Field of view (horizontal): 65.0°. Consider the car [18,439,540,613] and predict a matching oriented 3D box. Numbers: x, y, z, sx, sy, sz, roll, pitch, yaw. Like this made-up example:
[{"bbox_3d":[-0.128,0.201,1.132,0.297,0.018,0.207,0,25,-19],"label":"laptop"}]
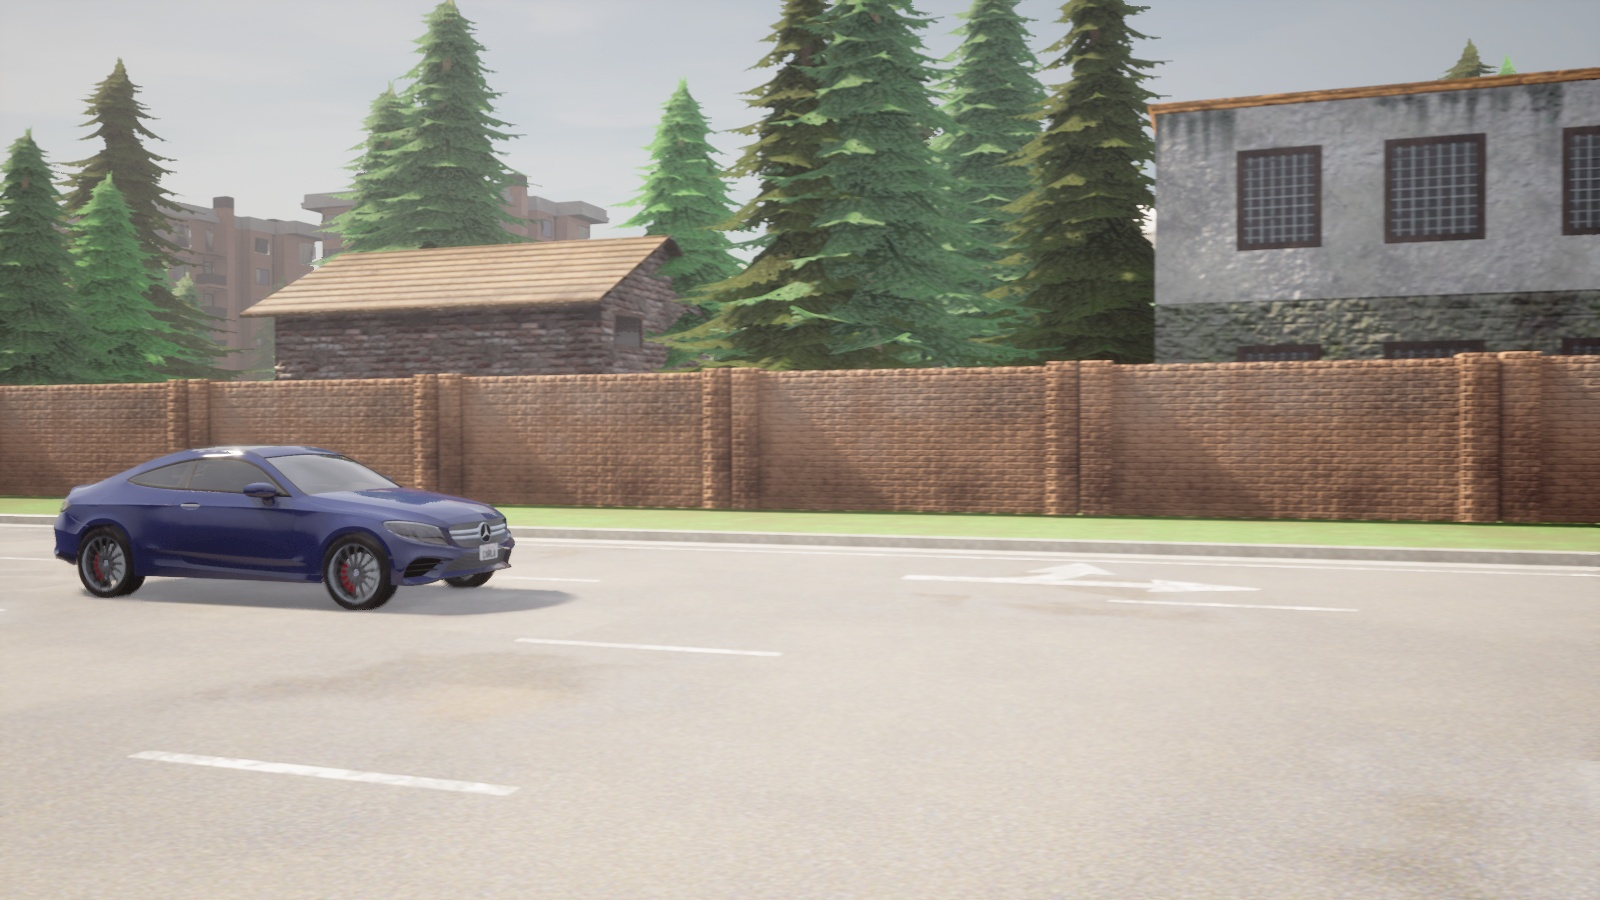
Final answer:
[{"bbox_3d":[-5.071,0.637,12.284,4.674,1.442,1.812,1,1,19],"label":"car"}]
